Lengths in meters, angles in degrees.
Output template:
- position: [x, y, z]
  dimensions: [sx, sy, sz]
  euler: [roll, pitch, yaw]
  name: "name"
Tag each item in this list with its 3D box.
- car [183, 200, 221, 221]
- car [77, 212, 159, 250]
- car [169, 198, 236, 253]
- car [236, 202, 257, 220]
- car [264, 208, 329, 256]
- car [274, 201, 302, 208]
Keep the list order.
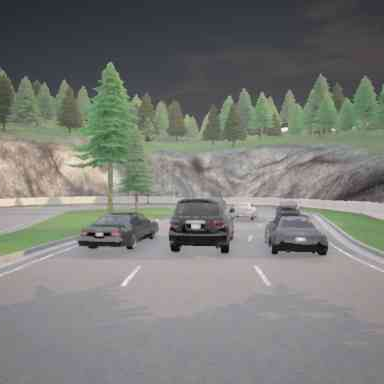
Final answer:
- position: [0.983, 1.492, 28.593]
  dimensions: [2.128, 1.511, 4.902]
  euler: [0, 0, 16]
  name: "car"
- position: [-2.914, 1.560, 14.347]
  dimensions: [2.033, 1.411, 5.357]
  euler: [0, 0, 9]
  name: "car"
- position: [0.547, 1.255, 13.824]
  dimensions: [2.150, 2.045, 5.566]
  euler: [0, 0, 9]
  name: "car"
- position: [4.341, 1.530, 27.606]
  dimensions: [1.812, 1.442, 4.674]
  euler: [0, 0, 16]
  name: "car"
- position: [3.998, 1.569, 13.242]
  dimensions: [1.994, 1.385, 4.181]
  euler: [0, 0, 9]
  name: "car"
- position: [7.700, 1.514, 26.620]
  dimensions: [1.837, 1.490, 4.892]
  euler: [0, 0, 16]
  name: "car"
